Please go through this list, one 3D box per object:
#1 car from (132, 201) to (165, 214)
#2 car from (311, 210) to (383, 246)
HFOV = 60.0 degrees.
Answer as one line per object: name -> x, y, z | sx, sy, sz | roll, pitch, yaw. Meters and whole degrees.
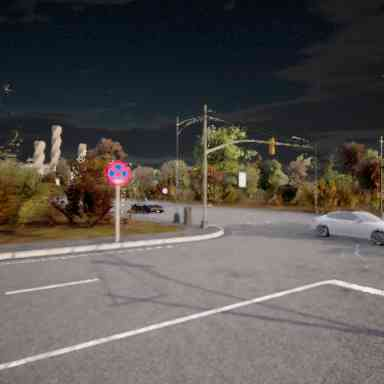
car -> -4.915, 1.646, 36.674 | 2.033, 1.411, 5.357 | 0, 0, -32
car -> 8.046, 1.624, 16.222 | 1.812, 1.442, 4.674 | 0, 0, -32
